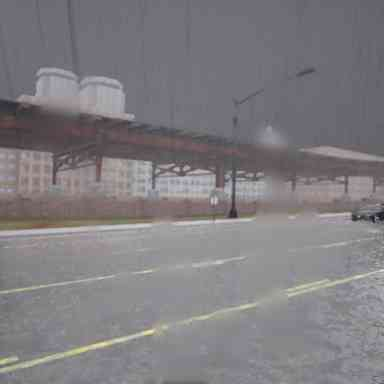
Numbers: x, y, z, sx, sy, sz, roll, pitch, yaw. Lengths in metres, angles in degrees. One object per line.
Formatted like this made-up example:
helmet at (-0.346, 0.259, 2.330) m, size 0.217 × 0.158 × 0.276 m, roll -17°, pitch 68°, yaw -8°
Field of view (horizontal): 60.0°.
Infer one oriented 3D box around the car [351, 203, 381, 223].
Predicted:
car at (15.112, 1.734, 27.581) m, size 4.892 × 1.490 × 1.837 m, roll 0°, pitch 0°, yaw -35°

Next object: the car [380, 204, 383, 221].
car at (16.035, 1.710, 23.955) m, size 4.902 × 1.511 × 2.128 m, roll 1°, pitch 0°, yaw -35°
